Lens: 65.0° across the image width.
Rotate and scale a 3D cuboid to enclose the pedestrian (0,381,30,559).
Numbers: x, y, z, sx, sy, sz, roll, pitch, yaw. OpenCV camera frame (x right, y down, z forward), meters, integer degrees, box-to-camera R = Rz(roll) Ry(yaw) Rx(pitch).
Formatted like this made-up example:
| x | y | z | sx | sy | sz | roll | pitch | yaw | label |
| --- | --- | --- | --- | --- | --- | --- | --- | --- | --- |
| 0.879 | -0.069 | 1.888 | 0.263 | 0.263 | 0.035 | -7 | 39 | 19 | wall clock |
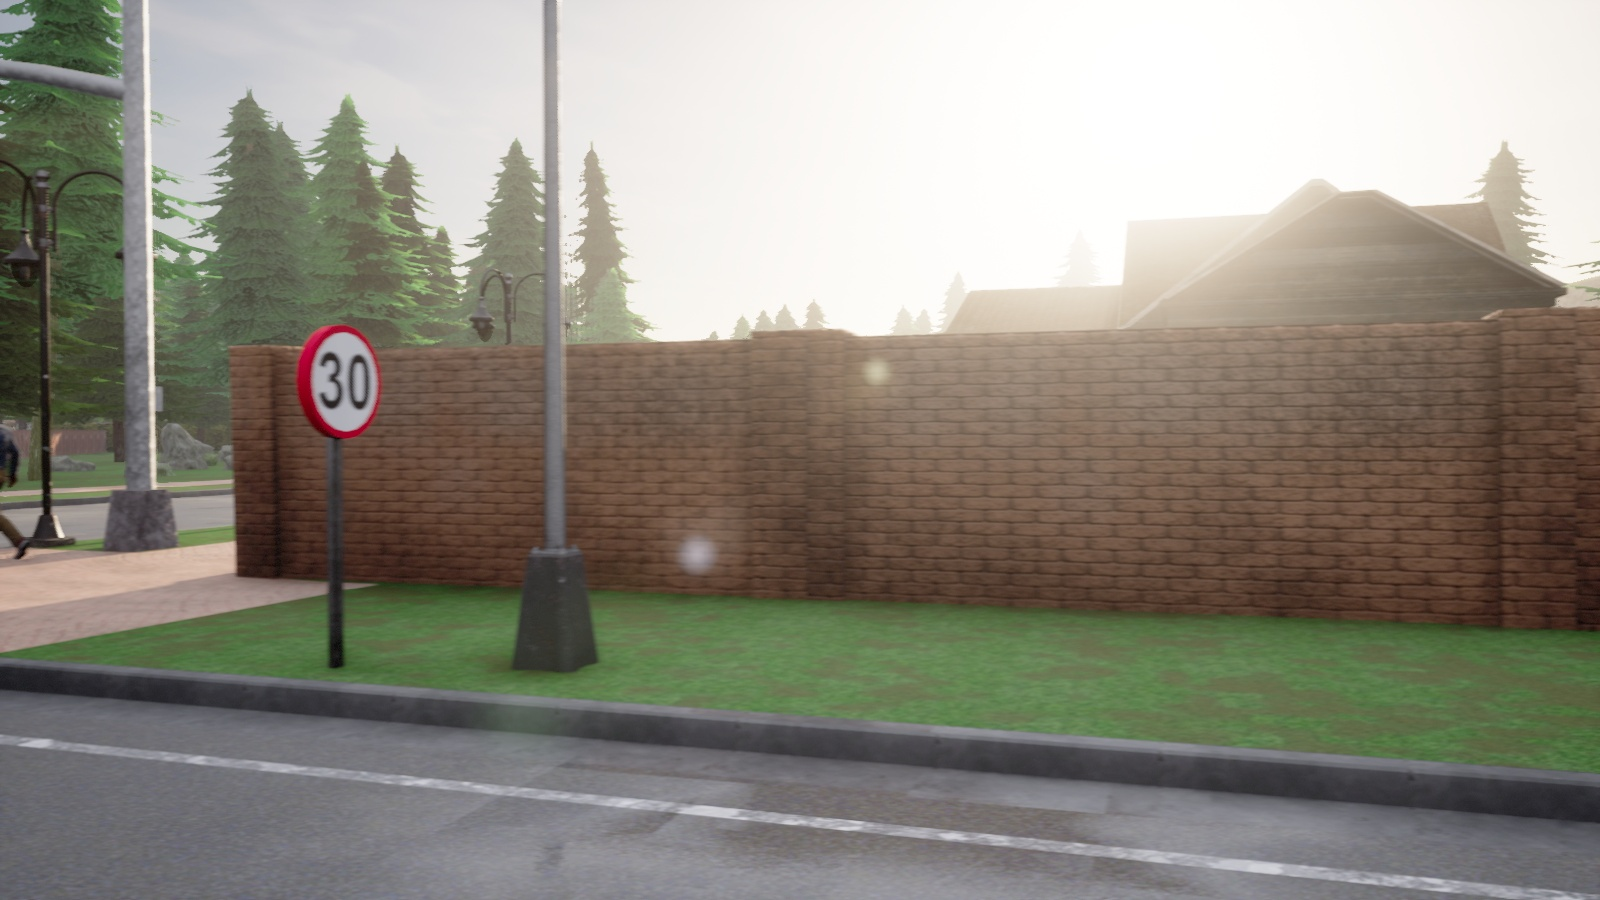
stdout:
| x | y | z | sx | sy | sz | roll | pitch | yaw | label |
| --- | --- | --- | --- | --- | --- | --- | --- | --- | --- |
| -9.114 | 0.213 | 14.051 | 0.788 | 1.949 | 0.423 | 0 | 1 | 16 | pedestrian |
